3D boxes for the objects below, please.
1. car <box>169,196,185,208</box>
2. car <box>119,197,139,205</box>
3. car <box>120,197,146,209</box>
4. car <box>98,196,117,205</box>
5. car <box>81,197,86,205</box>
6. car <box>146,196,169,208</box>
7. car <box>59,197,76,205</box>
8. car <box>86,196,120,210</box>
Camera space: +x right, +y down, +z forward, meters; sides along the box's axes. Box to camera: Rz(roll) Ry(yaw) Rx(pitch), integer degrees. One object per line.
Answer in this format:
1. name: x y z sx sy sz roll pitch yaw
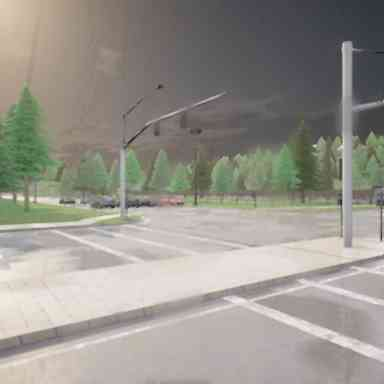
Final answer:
1. car: -2.969 1.353 49.415 2.097 1.767 4.553 0 0 -35
2. car: -11.797 1.602 62.076 1.895 1.301 4.718 0 0 -34
3. car: -8.809 1.548 45.541 2.033 1.411 5.357 0 0 -35
4. car: -15.602 1.526 61.412 1.812 1.442 4.674 0 0 -34
5. car: -18.402 1.565 59.287 1.994 1.385 4.181 0 0 -35
6. car: -5.868 1.548 47.444 2.033 1.411 5.357 0 0 -35
7. car: -21.736 1.548 57.957 2.033 1.411 5.357 0 0 -34
8. car: -11.753 1.548 43.642 2.033 1.411 5.357 0 0 -35
